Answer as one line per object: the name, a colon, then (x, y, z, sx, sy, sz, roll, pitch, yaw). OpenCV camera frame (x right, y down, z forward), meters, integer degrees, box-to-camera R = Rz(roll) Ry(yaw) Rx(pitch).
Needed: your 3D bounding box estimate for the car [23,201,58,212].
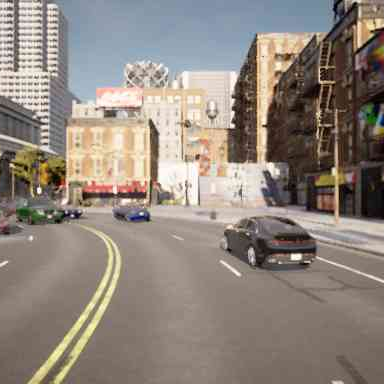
car: (-20.456, 1.902, 44.942, 4.718, 1.301, 1.895, 0, 0, 30)

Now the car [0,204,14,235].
car: (-11.568, 1.656, 19.088, 1.812, 1.442, 4.674, 1, -1, -32)

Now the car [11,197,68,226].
car: (-11.781, 1.396, 25.476, 2.150, 2.045, 5.566, 1, -1, -40)

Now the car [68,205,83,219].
car: (-12.095, 1.812, 30.889, 4.718, 1.301, 1.895, 0, -1, 45)

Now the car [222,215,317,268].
car: (2.452, 1.585, 11.670, 1.837, 1.490, 4.892, 1, 0, -11)

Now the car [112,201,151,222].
car: (-5.273, 1.759, 28.488, 1.994, 1.385, 4.181, 0, -1, -37)

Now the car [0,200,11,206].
car: (-20.544, 1.803, 37.307, 5.357, 1.411, 2.033, 0, 0, 31)

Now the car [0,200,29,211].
car: (-25.759, 1.842, 47.113, 4.674, 1.452, 2.002, 0, 0, 20)
